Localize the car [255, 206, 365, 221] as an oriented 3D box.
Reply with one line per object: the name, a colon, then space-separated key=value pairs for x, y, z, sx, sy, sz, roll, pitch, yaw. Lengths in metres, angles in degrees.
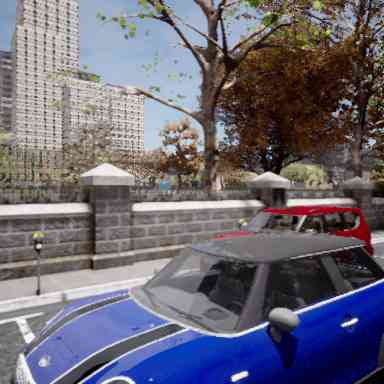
car: x=2.599 y=1.305 z=8.419 sx=5.009 sy=1.841 sz=2.192 roll=0 pitch=0 yaw=-36

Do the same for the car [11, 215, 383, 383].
car: x=0.530 y=1.348 z=3.757 sx=4.553 sy=1.767 sz=2.097 roll=0 pitch=0 yaw=-36
